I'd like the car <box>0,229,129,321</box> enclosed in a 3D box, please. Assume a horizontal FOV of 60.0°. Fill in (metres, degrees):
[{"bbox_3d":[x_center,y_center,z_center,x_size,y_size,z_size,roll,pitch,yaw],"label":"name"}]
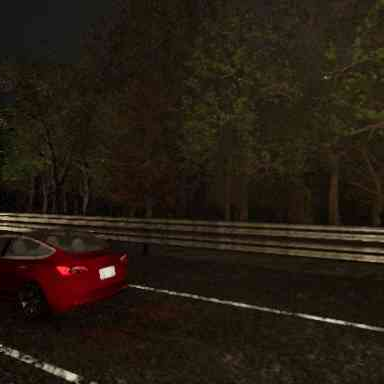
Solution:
[{"bbox_3d":[-3.579,1.579,7.459,4.792,1.488,2.163,-1,0,31],"label":"car"}]
